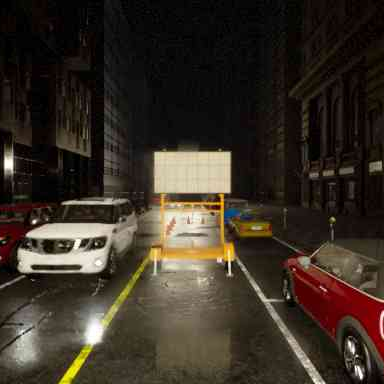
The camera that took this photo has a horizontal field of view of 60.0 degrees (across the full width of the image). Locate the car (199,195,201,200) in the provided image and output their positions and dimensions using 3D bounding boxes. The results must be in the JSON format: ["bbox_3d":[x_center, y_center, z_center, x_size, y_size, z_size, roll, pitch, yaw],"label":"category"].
[{"bbox_3d":[2.863,1.586,61.274,1.947,1.339,4.313,0,0,0],"label":"car"}]

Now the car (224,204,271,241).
[{"bbox_3d":[2.786,1.525,16.631,1.752,1.417,4.829,0,0,0],"label":"car"}]

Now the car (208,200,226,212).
[{"bbox_3d":[2.825,1.588,38.867,1.802,1.307,4.206,0,0,0],"label":"car"}]

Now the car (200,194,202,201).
[{"bbox_3d":[2.853,1.456,55.672,1.967,1.590,4.097,0,0,0],"label":"car"}]

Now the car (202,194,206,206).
[{"bbox_3d":[2.833,1.324,44.469,2.192,1.841,5.009,0,0,0],"label":"car"}]

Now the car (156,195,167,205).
[{"bbox_3d":[-5.672,1.560,55.676,1.887,1.381,4.507,0,0,0],"label":"car"}]

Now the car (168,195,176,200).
[{"bbox_3d":[-5.604,1.588,94.891,1.887,1.381,4.507,0,0,0],"label":"car"}]

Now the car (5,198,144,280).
[{"bbox_3d":[-3.085,1.221,10.305,2.150,2.045,5.566,0,0,0],"label":"car"}]

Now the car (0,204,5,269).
[{"bbox_3d":[-5.749,1.314,10.859,2.192,1.841,5.009,0,0,0],"label":"car"}]

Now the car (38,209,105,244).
[{"bbox_3d":[-5.739,1.581,16.461,1.802,1.307,4.206,0,0,0],"label":"car"}]

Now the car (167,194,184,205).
[{"bbox_3d":[-2.897,1.583,60.926,1.994,1.385,4.181,0,0,0],"label":"car"}]

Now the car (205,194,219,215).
[{"bbox_3d":[2.814,1.319,33.265,2.192,1.841,5.009,0,0,0],"label":"car"}]

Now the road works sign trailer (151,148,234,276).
[{"bbox_3d":[0.015,0.464,10.305,2.380,3.560,2.880,0,0,0],"label":"road works sign trailer"}]

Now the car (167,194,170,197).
[{"bbox_3d":[-5.643,1.467,72.482,1.967,1.590,4.097,0,0,0],"label":"car"}]

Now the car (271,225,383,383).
[{"bbox_3d":[2.767,1.440,5.256,1.967,1.590,4.097,0,0,0],"label":"car"}]

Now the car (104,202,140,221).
[{"bbox_3d":[-5.720,1.552,27.665,2.008,1.369,4.403,0,0,0],"label":"car"}]

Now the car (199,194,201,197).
[{"bbox_3d":[2.873,1.464,66.875,1.967,1.590,4.097,0,0,0],"label":"car"}]

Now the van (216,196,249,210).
[{"bbox_3d":[2.795,1.341,22.062,1.690,1.788,3.998,0,0,0],"label":"van"}]

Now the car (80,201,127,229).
[{"bbox_3d":[-5.730,1.440,22.063,1.967,1.590,4.097,0,0,0],"label":"car"}]

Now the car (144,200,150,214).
[{"bbox_3d":[-5.710,1.569,33.267,1.947,1.339,4.313,0,0,0],"label":"car"}]

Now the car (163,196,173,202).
[{"bbox_3d":[-5.633,1.576,78.084,1.887,1.381,4.507,0,0,0],"label":"car"}]

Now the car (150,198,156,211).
[{"bbox_3d":[-5.700,1.571,38.869,1.947,1.339,4.313,0,0,0],"label":"car"}]

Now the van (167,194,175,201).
[{"bbox_3d":[-5.614,1.380,89.289,1.690,1.788,3.998,0,0,0],"label":"van"}]
